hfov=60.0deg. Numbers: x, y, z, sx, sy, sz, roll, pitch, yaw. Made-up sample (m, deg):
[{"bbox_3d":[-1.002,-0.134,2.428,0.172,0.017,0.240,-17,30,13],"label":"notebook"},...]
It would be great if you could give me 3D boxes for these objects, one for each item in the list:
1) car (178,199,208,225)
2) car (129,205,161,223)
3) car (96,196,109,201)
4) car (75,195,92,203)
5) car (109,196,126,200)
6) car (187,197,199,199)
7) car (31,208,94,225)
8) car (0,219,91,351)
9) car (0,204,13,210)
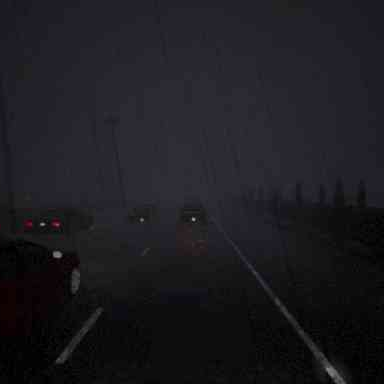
[{"bbox_3d":[0.097,1.493,23.798,1.837,1.490,4.892,0,0,0],"label":"car"},{"bbox_3d":[-3.403,1.589,24.905,1.895,1.301,4.718,0,0,0],"label":"car"},{"bbox_3d":[-17.512,1.479,65.816,2.128,1.511,4.902,0,0,0],"label":"car"},{"bbox_3d":[-21.016,1.322,64.504,2.097,1.767,4.553,0,0,0],"label":"car"},{"bbox_3d":[-14.023,1.469,64.671,2.128,1.511,4.902,0,0,0],"label":"car"},{"bbox_3d":[0.093,1.333,40.898,2.097,1.767,4.553,0,0,0],"label":"car"},{"bbox_3d":[-6.903,1.539,17.870,2.033,1.411,5.357,0,0,0],"label":"car"},{"bbox_3d":[-3.400,1.475,5.435,1.882,1.535,5.008,0,0,0],"label":"car"},{"bbox_3d":[-14.103,1.515,23.039,1.812,1.442,4.674,0,0,0],"label":"car"}]
